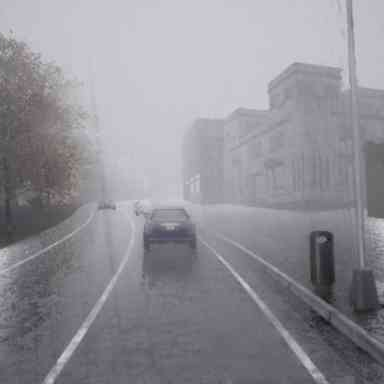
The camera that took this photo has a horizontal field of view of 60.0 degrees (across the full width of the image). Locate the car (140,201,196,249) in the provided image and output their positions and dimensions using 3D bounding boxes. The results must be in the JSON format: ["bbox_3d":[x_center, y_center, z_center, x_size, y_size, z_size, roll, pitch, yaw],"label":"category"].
[{"bbox_3d":[-1.079,1.392,14.867,2.097,1.767,4.553,0,0,-7],"label":"car"}]

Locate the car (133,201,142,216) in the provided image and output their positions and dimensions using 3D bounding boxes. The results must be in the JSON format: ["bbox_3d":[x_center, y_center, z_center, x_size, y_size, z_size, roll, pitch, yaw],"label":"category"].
[{"bbox_3d":[-4.710,1.569,32.666,1.812,1.442,4.674,1,0,-15],"label":"car"}]

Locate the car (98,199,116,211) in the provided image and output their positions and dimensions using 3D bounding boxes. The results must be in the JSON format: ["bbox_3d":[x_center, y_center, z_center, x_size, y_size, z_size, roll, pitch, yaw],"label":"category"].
[{"bbox_3d":[-9.985,1.503,39.067,1.994,1.385,4.181,1,0,-16],"label":"car"}]
